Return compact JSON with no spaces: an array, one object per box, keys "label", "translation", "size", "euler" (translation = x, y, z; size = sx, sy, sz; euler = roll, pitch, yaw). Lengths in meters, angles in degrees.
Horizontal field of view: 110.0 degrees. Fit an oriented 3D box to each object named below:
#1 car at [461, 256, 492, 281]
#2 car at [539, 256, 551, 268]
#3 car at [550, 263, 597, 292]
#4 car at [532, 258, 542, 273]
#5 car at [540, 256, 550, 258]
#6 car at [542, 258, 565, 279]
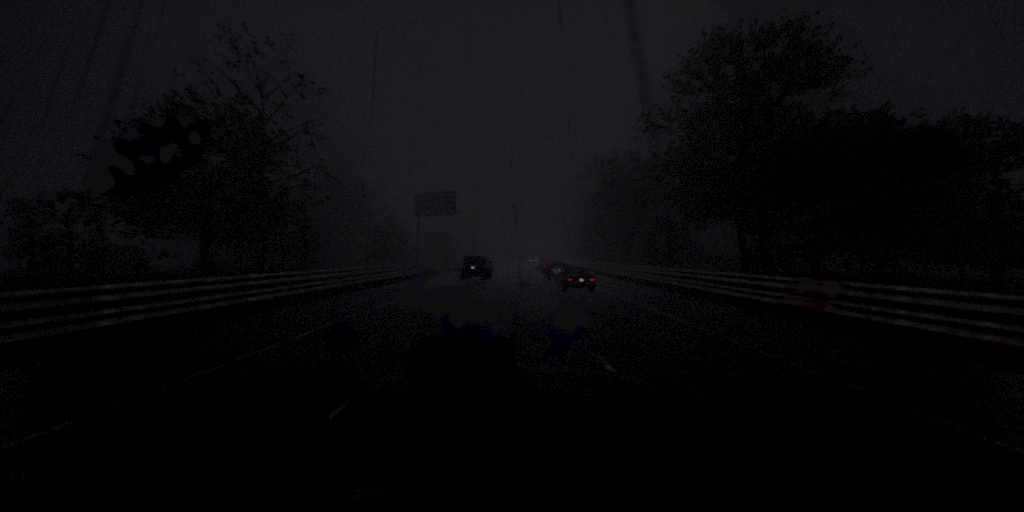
[{"label":"car","translation":[-2.961,0.980,30.699],"size":[2.150,2.045,5.566],"euler":[0,0,2]},{"label":"car","translation":[5.970,1.056,64.959],"size":[2.150,2.045,5.566],"euler":[0,0,5]},{"label":"car","translation":[3.711,1.320,21.482],"size":[2.033,1.411,5.357],"euler":[0,0,1]},{"label":"car","translation":[4.293,1.299,43.868],"size":[2.163,1.488,4.792],"euler":[0,0,-7]},{"label":"car","translation":[5.173,1.165,54.050],"size":[2.097,1.767,4.553],"euler":[0,0,4]},{"label":"car","translation":[4.048,1.214,32.354],"size":[2.033,1.649,4.856],"euler":[0,0,2]}]
